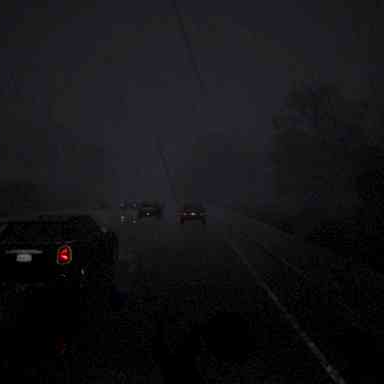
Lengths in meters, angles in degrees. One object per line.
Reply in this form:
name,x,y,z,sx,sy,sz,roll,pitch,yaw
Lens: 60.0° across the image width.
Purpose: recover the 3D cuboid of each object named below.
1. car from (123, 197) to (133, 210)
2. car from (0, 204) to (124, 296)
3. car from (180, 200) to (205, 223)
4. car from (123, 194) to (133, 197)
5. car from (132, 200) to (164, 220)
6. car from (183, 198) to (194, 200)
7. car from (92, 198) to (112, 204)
car,-7.608,1.628,41.180,1.895,1.301,4.718,0,0,-3
car,-3.398,1.358,8.862,2.097,1.767,4.553,0,0,0
car,0.065,1.565,25.406,2.033,1.411,5.357,0,0,0
car,-15.816,1.137,82.163,1.882,1.535,5.008,0,0,-22
car,-3.479,1.511,28.672,2.128,1.511,4.902,0,0,-1
car,-0.525,1.523,42.922,2.128,1.511,4.902,0,0,-4
car,-11.122,1.531,41.188,1.837,1.490,4.892,0,0,-3
